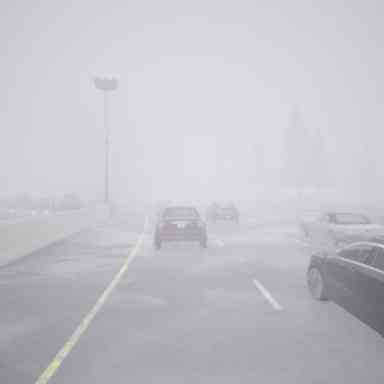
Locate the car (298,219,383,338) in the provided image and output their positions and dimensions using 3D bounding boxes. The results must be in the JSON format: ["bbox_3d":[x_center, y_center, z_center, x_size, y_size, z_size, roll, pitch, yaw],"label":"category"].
[{"bbox_3d":[3.452,1.466,5.328,2.128,1.511,4.902,0,0,-2],"label":"car"}]

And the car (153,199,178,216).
[{"bbox_3d":[-2.761,1.494,33.234,2.033,1.411,5.357,0,0,-10],"label":"car"}]

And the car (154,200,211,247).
[{"bbox_3d":[-0.573,1.325,15.009,2.097,1.767,4.553,0,0,-4],"label":"car"}]

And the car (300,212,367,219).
[{"bbox_3d":[6.479,1.544,14.902,1.895,1.301,4.718,0,0,-4],"label":"car"}]

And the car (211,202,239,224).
[{"bbox_3d":[2.063,1.435,23.993,2.128,1.511,4.902,0,0,-7],"label":"car"}]
